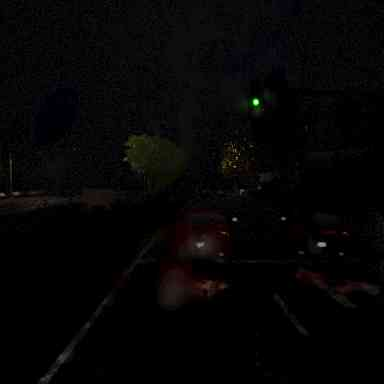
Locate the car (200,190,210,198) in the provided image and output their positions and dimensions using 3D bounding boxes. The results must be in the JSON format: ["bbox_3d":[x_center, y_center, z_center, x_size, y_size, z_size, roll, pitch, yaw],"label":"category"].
[{"bbox_3d":[2.775,0.322,71.148,2.097,1.767,4.553,0,1,4],"label":"car"}]

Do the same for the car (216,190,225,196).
[{"bbox_3d":[6.911,0.157,80.935,2.033,1.411,5.357,0,1,4],"label":"car"}]

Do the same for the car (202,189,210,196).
[{"bbox_3d":[3.418,0.138,81.159,1.812,1.442,4.674,0,1,4],"label":"car"}]

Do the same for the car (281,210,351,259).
[{"bbox_3d":[4.421,1.389,12.366,1.882,1.535,5.008,0,1,13],"label":"car"}]

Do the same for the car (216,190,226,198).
[{"bbox_3d":[6.271,0.563,70.989,1.895,1.301,4.718,0,1,4],"label":"car"}]

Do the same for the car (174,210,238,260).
[{"bbox_3d":[0.627,1.390,12.283,1.882,1.535,5.008,0,1,8],"label":"car"}]
